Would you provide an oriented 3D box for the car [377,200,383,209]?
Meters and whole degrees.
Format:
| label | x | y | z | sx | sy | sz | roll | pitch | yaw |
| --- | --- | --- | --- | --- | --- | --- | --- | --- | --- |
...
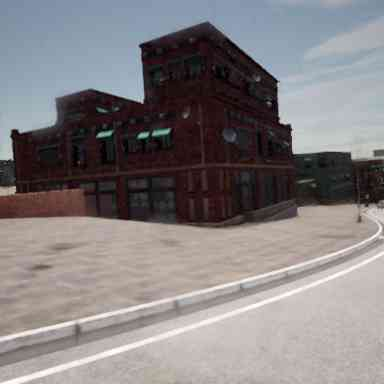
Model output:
| label | x | y | z | sx | sy | sz | roll | pitch | yaw |
| --- | --- | --- | --- | --- | --- | --- | --- | --- | --- |
| car | 36.289 | 2.273 | 62.953 | 2.097 | 1.767 | 4.553 | -3 | -2 | 32 |
